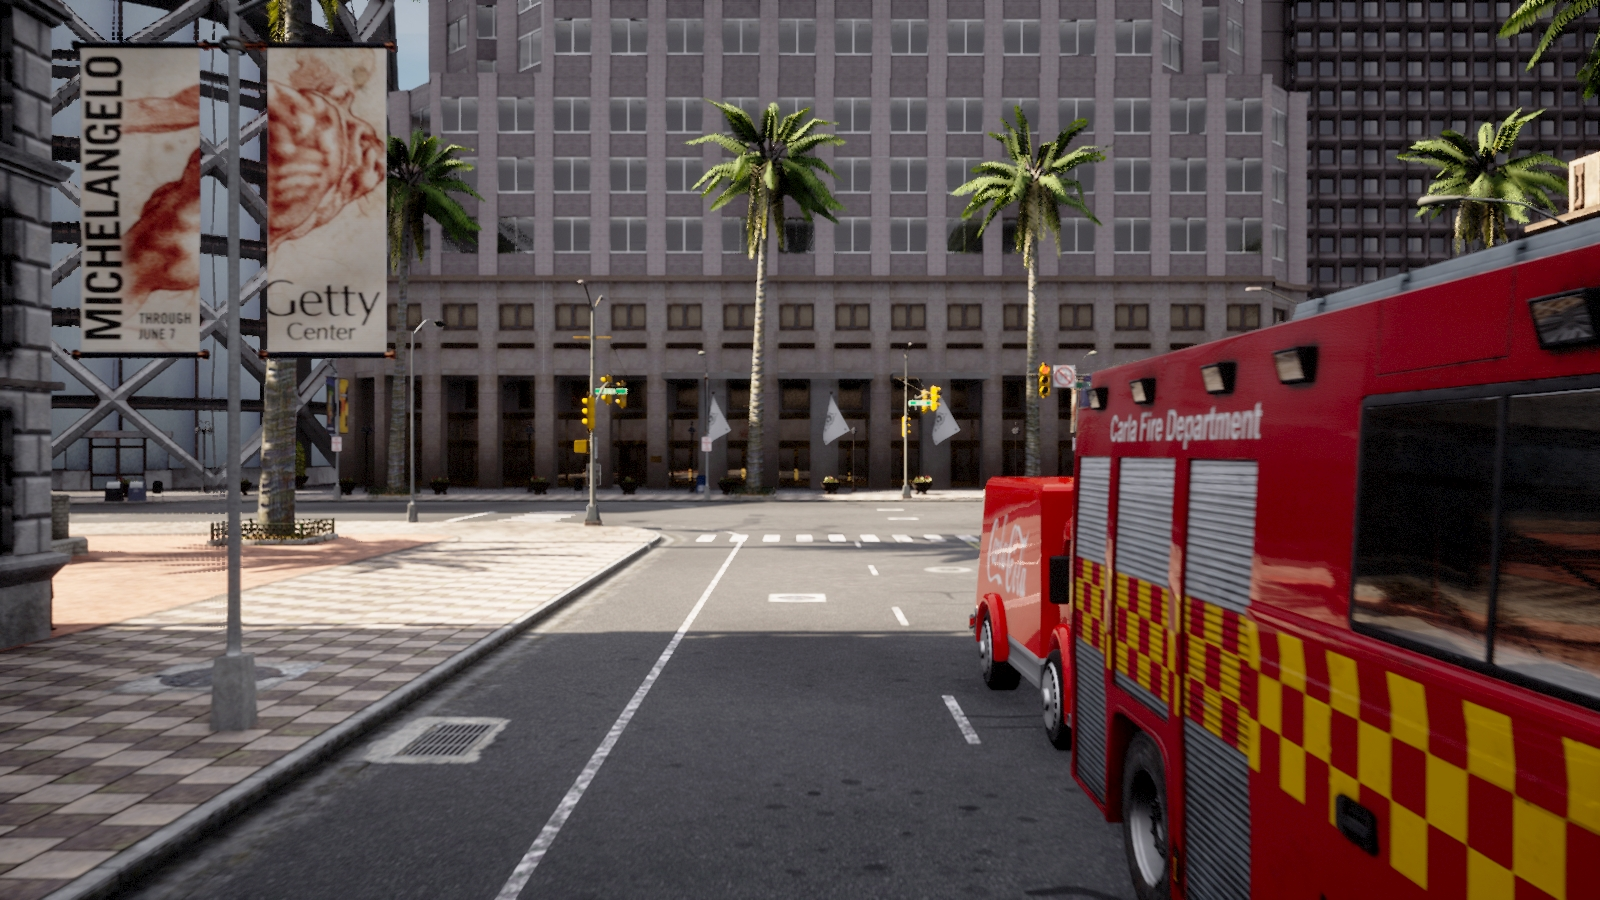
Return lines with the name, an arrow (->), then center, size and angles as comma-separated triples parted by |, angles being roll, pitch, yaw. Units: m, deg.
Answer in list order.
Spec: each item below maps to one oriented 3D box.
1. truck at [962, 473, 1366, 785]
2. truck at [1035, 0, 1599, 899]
truck -> 3.421, 1.557, 12.181 | 2.627, 2.467, 5.204 | 0, 0, 0
truck -> 3.171, 0.888, 4.080 | 2.891, 3.827, 8.468 | 0, 0, 0
